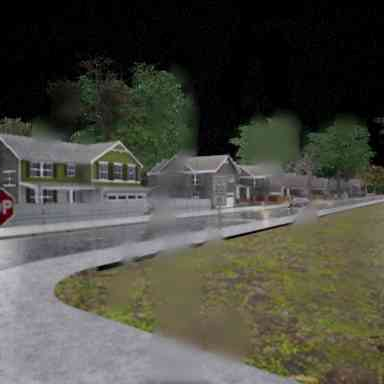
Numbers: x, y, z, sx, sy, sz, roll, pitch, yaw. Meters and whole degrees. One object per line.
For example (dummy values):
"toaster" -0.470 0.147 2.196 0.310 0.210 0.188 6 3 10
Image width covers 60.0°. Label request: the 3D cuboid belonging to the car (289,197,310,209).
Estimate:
"car" 14.950 1.477 46.199 1.837 1.490 4.892 0 0 35
